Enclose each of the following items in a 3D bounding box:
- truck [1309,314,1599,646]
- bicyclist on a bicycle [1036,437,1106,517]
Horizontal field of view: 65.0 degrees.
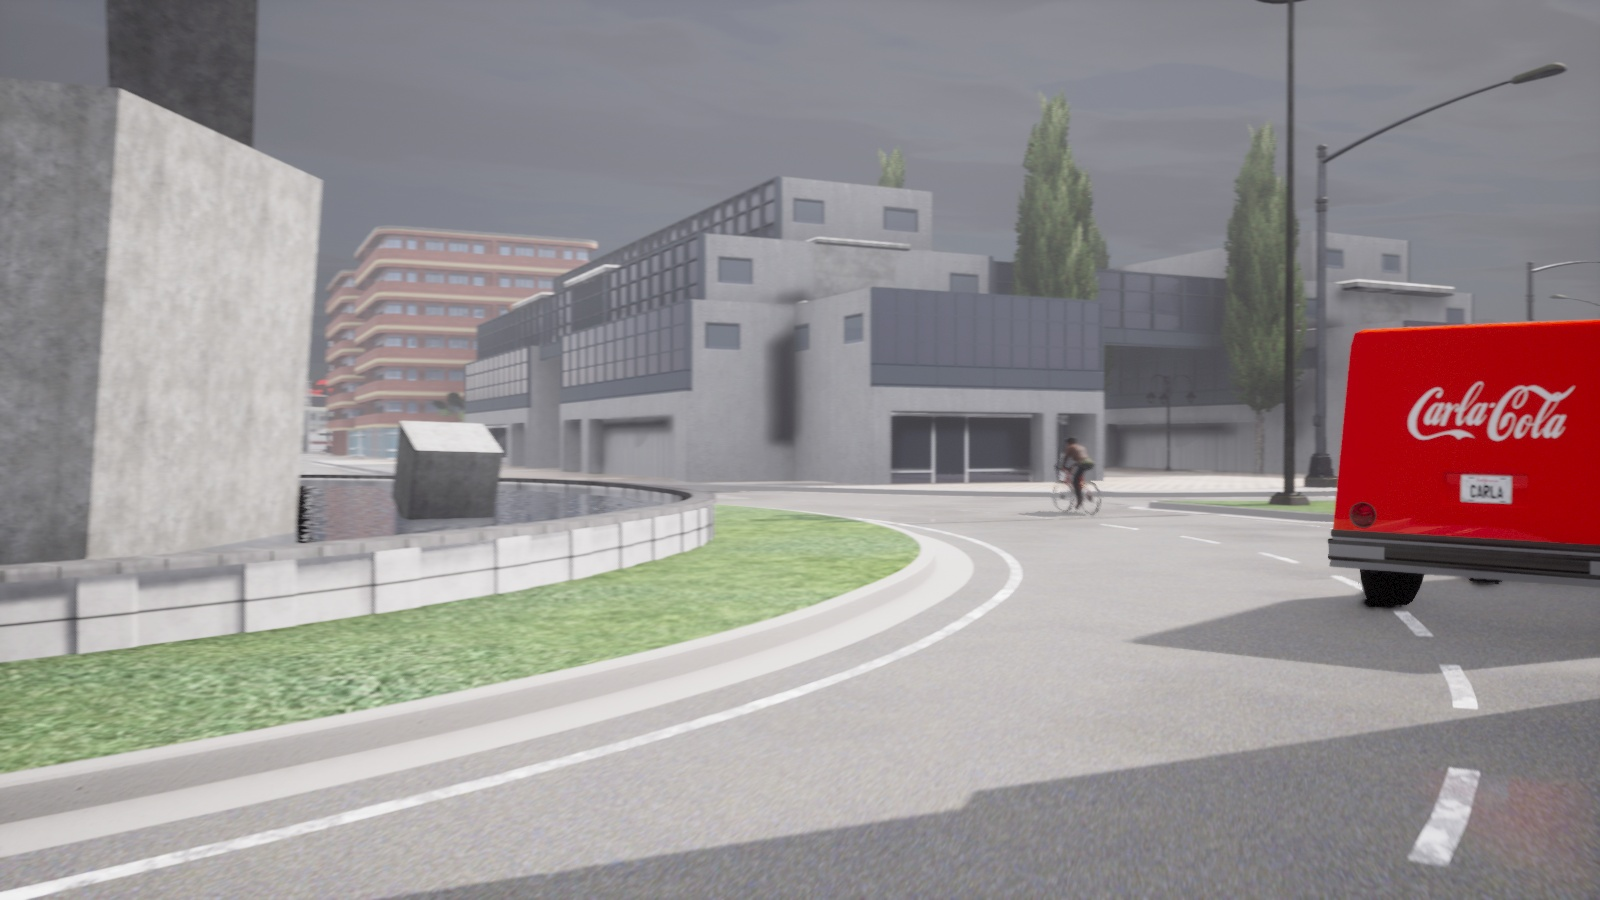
[{"bbox_3d":[7.044,0.204,11.806,2.627,2.467,5.204,2,1,40],"label":"truck"},{"bbox_3d":[5.687,0.550,26.463,0.582,1.620,1.656,-1,0,-23],"label":"bicyclist on a bicycle"}]
